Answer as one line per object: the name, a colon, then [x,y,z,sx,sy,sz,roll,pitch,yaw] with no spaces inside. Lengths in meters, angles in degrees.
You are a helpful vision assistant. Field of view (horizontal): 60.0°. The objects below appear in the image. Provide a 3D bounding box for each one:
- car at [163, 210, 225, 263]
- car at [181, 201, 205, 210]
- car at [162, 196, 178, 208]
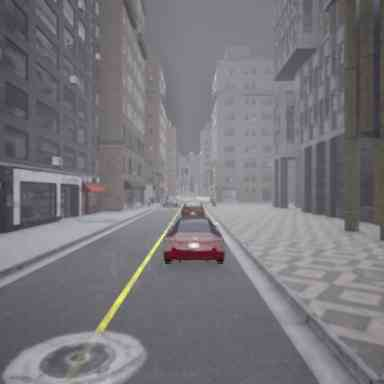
car: [0.075,1.562,11.918,1.994,1.385,4.181,0,0,0]
car: [0.080,1.465,27.965,1.882,1.535,5.008,0,0,0]
car: [-3.062,1.319,47.605,2.097,1.767,4.553,0,0,0]
